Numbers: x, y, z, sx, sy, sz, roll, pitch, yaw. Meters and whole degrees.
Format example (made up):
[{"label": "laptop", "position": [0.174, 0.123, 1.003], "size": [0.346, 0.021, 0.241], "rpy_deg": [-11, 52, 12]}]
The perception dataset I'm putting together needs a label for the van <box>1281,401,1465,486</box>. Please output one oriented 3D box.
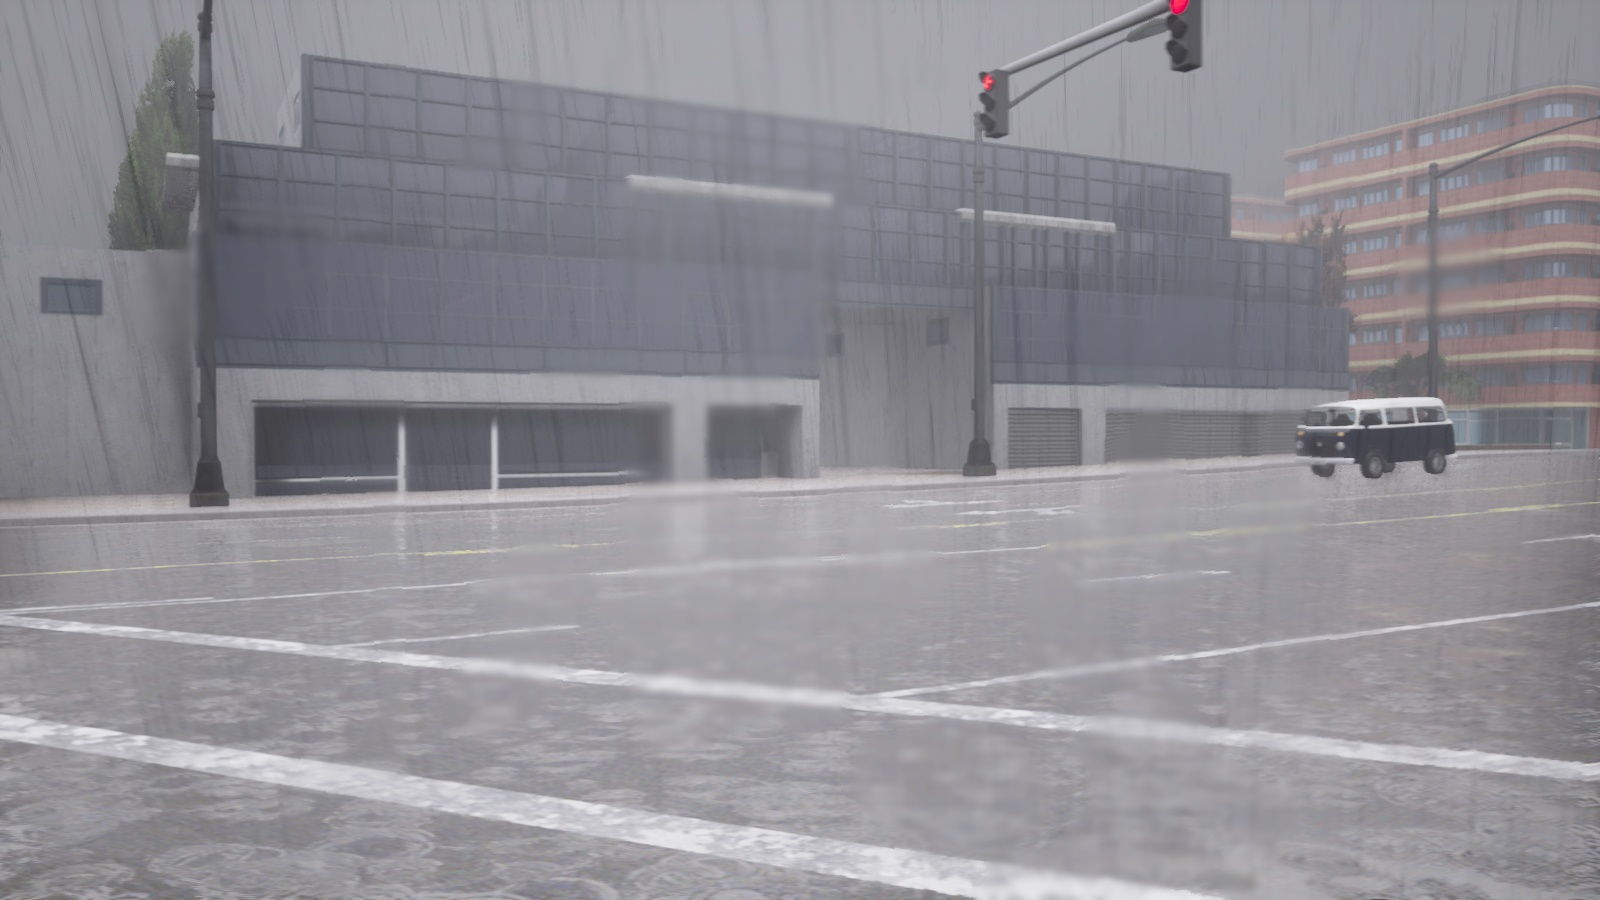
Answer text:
[{"label": "van", "position": [15.086, -0.217, 33.033], "size": [4.480, 2.038, 2.069], "rpy_deg": [-2, 2, -28]}]
